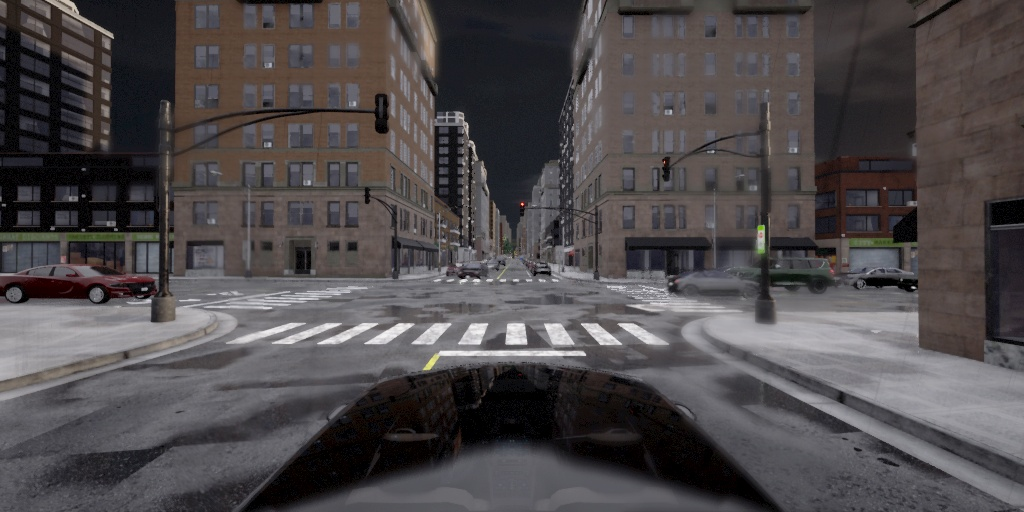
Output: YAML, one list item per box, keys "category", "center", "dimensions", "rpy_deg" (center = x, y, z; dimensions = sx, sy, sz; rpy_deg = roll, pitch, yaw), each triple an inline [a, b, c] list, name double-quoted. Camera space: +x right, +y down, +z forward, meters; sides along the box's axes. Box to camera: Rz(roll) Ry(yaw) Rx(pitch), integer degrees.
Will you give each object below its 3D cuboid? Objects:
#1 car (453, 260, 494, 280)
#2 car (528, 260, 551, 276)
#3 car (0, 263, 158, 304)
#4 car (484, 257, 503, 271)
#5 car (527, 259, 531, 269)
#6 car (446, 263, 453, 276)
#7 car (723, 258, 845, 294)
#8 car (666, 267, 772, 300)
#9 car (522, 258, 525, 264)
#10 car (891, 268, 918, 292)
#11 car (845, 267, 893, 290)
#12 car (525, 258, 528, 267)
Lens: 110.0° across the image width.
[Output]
- category: "car"
  center: [-3.260, 1.301, 31.658]
  dimensions: [2.033, 1.411, 5.357]
  rpy_deg: [0, 0, 7]
- category: "car"
  center: [2.967, 1.318, 36.266]
  dimensions: [1.948, 1.339, 4.313]
  rpy_deg: [0, 0, 1]
- category: "car"
  center: [-17.440, 1.062, 14.552]
  dimensions: [5.008, 1.535, 1.882]
  rpy_deg: [0, -1, -1]
- category: "car"
  center: [-2.657, 1.244, 47.957]
  dimensions: [2.128, 1.511, 4.902]
  rpy_deg: [0, 0, 1]
- category: "car"
  center: [3.035, 1.297, 41.796]
  dimensions: [1.888, 1.381, 4.507]
  rpy_deg: [0, 0, 1]
- category: "car"
  center: [-5.559, 1.336, 36.367]
  dimensions: [1.802, 1.307, 4.207]
  rpy_deg: [0, 0, 1]
- category: "car"
  center: [15.615, 1.105, 21.045]
  dimensions: [5.566, 2.045, 2.150]
  rpy_deg: [0, -1, 0]
- category: "car"
  center: [9.926, 1.376, 17.776]
  dimensions: [4.181, 1.385, 1.994]
  rpy_deg: [0, 0, 4]
- category: "car"
  center: [3.306, 1.315, 63.918]
  dimensions: [1.948, 1.339, 4.313]
  rpy_deg: [0, 0, 1]
- category: "car"
  center: [25.717, 1.550, 20.979]
  dimensions: [4.718, 1.301, 1.895]
  rpy_deg: [0, -1, 0]
- category: "car"
  center: [24.230, 1.463, 24.235]
  dimensions: [4.902, 1.511, 2.128]
  rpy_deg: [0, -1, 0]
- category: "car"
  center: [3.102, 1.302, 47.327]
  dimensions: [2.007, 1.370, 4.403]
  rpy_deg: [0, 0, 1]
